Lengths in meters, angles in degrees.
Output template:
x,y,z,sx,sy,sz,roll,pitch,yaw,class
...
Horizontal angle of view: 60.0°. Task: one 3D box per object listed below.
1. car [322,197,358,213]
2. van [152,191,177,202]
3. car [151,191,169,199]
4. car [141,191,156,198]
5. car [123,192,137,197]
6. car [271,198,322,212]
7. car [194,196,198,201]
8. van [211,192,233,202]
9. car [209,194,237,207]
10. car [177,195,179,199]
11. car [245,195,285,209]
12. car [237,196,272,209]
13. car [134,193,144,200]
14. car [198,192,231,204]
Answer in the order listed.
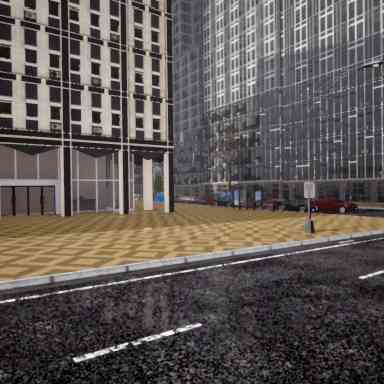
x,y,z,sx,sy,sz,roll,pitch,yaw,class
14.655,1.314,34.629,1.882,1.535,5.008,-1,1,-34,car
-4.887,0.935,58.798,1.690,1.788,3.998,0,1,-34,van
-7.537,0.613,77.609,2.192,1.841,5.009,0,1,-34,car
-10.731,0.684,82.311,1.967,1.590,4.097,0,1,-34,car
-17.119,0.686,91.715,2.008,1.369,4.403,0,1,-34,car
10.975,1.422,35.221,1.947,1.339,4.313,-1,1,-34,car
2.045,1.041,63.508,1.802,1.307,4.206,-1,1,-34,car
5.238,0.853,58.804,1.690,1.788,3.998,-1,1,-34,van
4.650,1.318,44.668,1.947,1.339,4.313,-1,1,-34,car
-4.343,0.934,72.911,1.802,1.307,4.206,0,1,-34,car
9.255,1.226,42.579,1.882,1.535,5.008,-1,1,-34,car
7.795,1.386,39.935,1.802,1.307,4.206,-1,1,-34,car
-11.275,1.038,68.203,2.008,1.369,4.403,0,1,-34,car
3.493,1.007,51.042,2.097,1.767,4.553,-1,1,-35,car
